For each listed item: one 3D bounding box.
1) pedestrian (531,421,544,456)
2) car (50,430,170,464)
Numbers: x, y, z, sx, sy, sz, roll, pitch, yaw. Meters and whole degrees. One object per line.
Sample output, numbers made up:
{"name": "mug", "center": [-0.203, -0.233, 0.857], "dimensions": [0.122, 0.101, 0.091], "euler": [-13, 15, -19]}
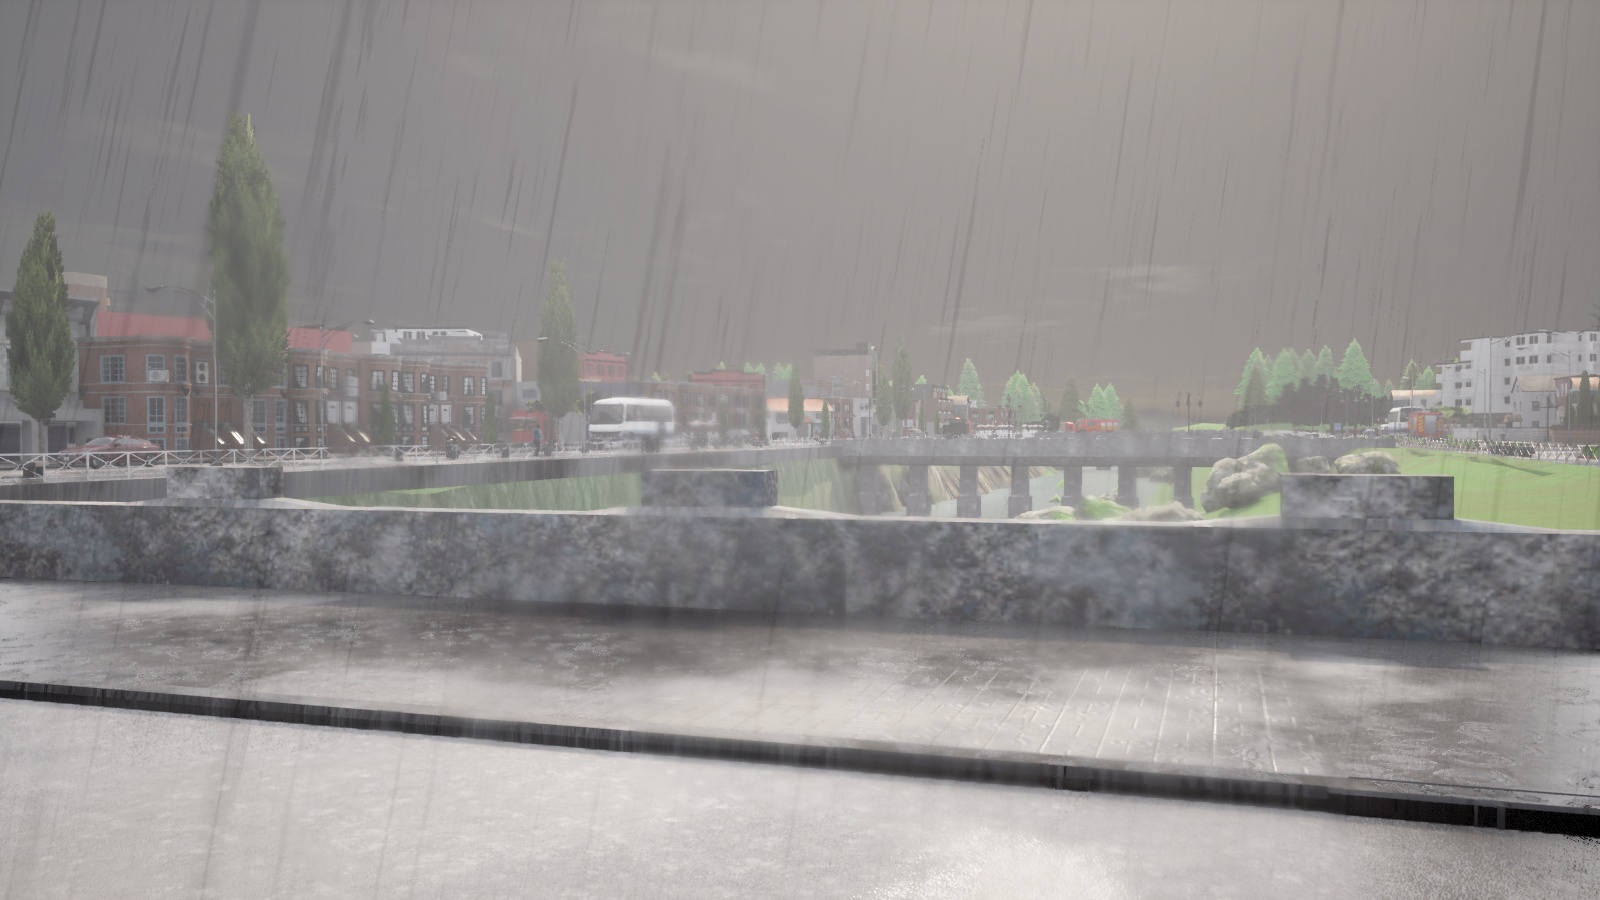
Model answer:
{"name": "pedestrian", "center": [-14.429, -0.623, 69.003], "dimensions": [0.396, 1.930, 0.692], "euler": [1, 1, 23]}
{"name": "car", "center": [-30.535, -0.155, 55.735], "dimensions": [1.812, 1.442, 4.674], "euler": [1, 1, 19]}
